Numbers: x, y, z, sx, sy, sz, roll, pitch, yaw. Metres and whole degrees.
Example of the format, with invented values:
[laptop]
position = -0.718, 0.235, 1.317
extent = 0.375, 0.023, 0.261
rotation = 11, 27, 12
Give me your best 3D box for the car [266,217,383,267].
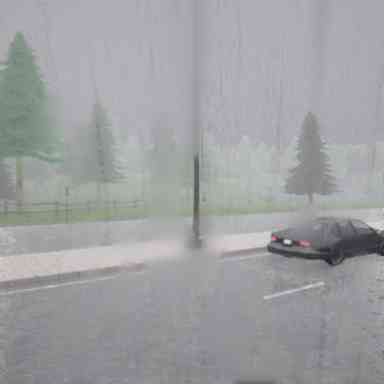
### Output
[car]
position = 4.996, 1.569, 11.532
extent = 5.357, 1.411, 2.033
rotation = 0, 0, -34
